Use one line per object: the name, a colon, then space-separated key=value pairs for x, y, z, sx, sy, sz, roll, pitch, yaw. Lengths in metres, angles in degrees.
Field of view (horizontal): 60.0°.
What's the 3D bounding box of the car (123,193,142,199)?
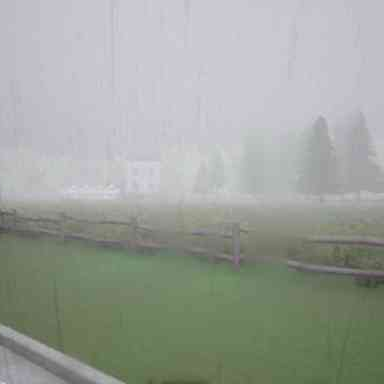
car: x=-13.450 y=1.112 z=75.653 sx=4.605 sy=1.855 sz=1.932 roll=0 pitch=0 yaw=35
